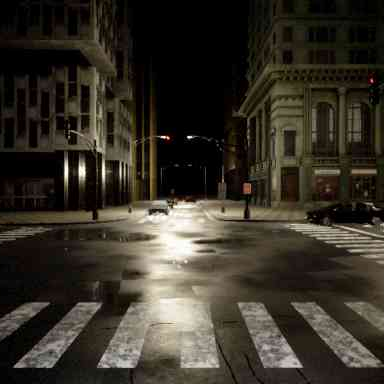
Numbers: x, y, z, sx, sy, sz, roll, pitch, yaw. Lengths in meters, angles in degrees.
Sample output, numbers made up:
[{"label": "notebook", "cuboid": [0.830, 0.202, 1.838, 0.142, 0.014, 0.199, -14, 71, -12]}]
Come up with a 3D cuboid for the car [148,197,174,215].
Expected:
[{"label": "car", "cuboid": [-3.214, 1.528, 33.590, 2.033, 1.411, 5.357, 0, 0, 0]}]

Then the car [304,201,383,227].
[{"label": "car", "cuboid": [9.492, 1.332, 20.614, 4.892, 1.490, 1.837, -1, 0, 1]}]

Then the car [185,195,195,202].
[{"label": "car", "cuboid": [-0.424, 1.453, 73.678, 1.994, 1.385, 4.181, 0, 0, 0]}]

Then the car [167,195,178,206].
[{"label": "car", "cuboid": [-3.291, 1.458, 43.506, 2.128, 1.511, 4.902, 0, 0, 0]}]

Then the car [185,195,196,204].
[{"label": "car", "cuboid": [-0.256, 1.451, 63.866, 1.812, 1.442, 4.674, 0, 0, 0]}]

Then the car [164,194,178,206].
[{"label": "car", "cuboid": [-3.361, 1.299, 53.799, 2.097, 1.767, 4.553, 0, 0, 0]}]
